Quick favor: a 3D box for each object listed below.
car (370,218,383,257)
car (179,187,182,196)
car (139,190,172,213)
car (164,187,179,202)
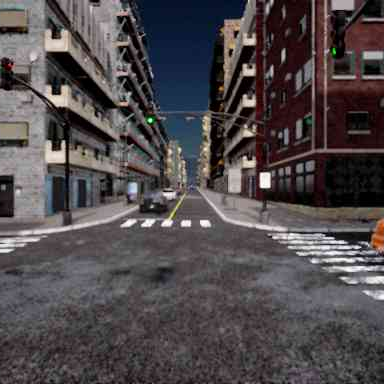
[{"bbox_3d":[7.192,0.979,8.444,4.553,1.767,2.097,-1,0,-1],"label":"car"},{"bbox_3d":[-2.778,-0.186,58.026,1.882,1.535,5.008,0,1,0],"label":"car"},{"bbox_3d":[-2.847,0.803,25.614,1.994,1.385,4.181,0,2,0],"label":"car"},{"bbox_3d":[-2.841,0.363,39.814,1.812,1.442,4.674,0,2,0],"label":"car"}]
